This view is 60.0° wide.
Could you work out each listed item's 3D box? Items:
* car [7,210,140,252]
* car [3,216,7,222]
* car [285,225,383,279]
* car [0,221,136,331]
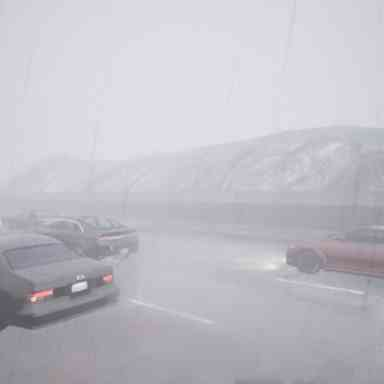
[{"bbox_3d":[-3.955,1.555,11.366,4.902,1.511,2.128,0,0,37],"label":"car"},{"bbox_3d":[-9.372,1.711,19.792,4.718,1.301,1.895,0,0,37],"label":"car"},{"bbox_3d":[4.802,1.614,9.265,4.181,1.385,1.994,0,0,36],"label":"car"},{"bbox_3d":[-3.829,1.587,6.881,5.357,1.411,2.033,0,0,37],"label":"car"}]
